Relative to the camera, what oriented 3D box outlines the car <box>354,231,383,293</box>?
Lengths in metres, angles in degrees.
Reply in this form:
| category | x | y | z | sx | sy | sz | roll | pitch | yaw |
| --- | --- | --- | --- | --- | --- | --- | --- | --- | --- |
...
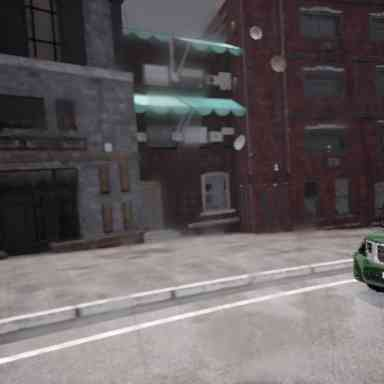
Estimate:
| category | x | y | z | sx | sy | sz | roll | pitch | yaw |
| --- | --- | --- | --- | --- | --- | --- | --- | --- | --- |
| car | 6.073 | 1.138 | 7.055 | 5.566 | 2.045 | 2.150 | 0 | 1 | -24 |
